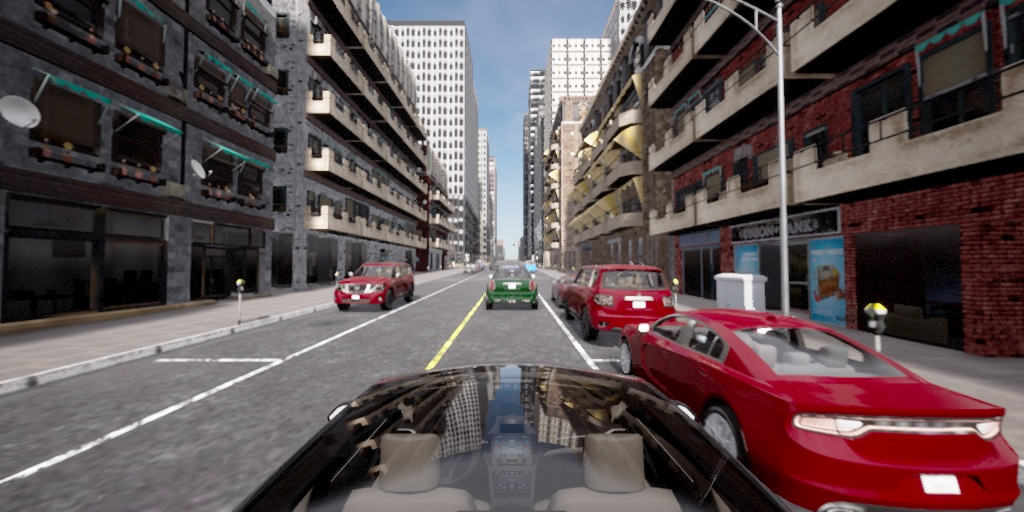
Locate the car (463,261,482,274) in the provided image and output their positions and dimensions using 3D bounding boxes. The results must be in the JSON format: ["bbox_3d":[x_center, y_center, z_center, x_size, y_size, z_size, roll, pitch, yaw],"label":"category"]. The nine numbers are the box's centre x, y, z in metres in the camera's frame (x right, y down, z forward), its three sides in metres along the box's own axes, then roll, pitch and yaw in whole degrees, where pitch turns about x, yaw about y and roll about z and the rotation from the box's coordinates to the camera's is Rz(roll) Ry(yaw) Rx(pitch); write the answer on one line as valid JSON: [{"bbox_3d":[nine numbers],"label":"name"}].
[{"bbox_3d":[-5.640,1.741,48.757,2.007,1.370,4.403,0,0,0],"label":"car"}]

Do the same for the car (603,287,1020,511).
[{"bbox_3d":[2.692,1.321,4.485,1.888,1.381,4.507,0,0,0],"label":"car"}]

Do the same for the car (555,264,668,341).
[{"bbox_3d":[2.695,1.143,10.026,2.192,1.841,5.009,0,0,0],"label":"car"}]

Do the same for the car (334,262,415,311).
[{"bbox_3d":[-5.686,1.195,15.516,2.192,1.841,5.009,0,0,0],"label":"car"}]

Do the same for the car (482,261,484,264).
[{"bbox_3d":[-5.638,1.825,54.297,1.802,1.307,4.207,0,0,0],"label":"car"}]

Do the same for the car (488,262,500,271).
[{"bbox_3d":[-3.032,1.830,62.540,1.837,1.490,4.892,0,0,1],"label":"car"}]

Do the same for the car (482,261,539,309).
[{"bbox_3d":[0.008,1.235,15.950,2.097,1.767,4.553,0,-1,0],"label":"car"}]

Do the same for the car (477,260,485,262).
[{"bbox_3d":[-5.637,1.860,59.837,1.948,1.339,4.313,0,0,0],"label":"car"}]

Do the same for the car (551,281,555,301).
[{"bbox_3d":[2.697,1.463,15.566,1.802,1.307,4.207,0,0,0],"label":"car"}]
